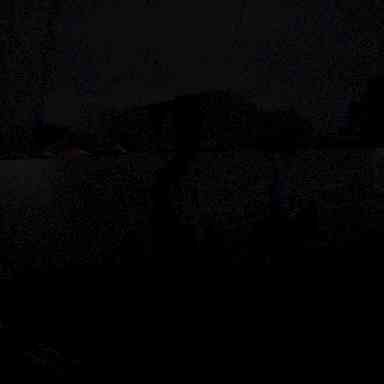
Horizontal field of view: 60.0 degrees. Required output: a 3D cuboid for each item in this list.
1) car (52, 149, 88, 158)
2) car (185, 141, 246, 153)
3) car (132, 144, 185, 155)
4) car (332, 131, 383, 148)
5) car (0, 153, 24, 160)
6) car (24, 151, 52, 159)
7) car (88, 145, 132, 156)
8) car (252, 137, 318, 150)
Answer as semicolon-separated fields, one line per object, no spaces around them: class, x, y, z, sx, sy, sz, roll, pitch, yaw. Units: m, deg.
car;-12.419;-3.939;36.019;5.008;1.535;2.097;2;1;32
car;2.186;-3.497;27.790;4.674;1.452;2.002;2;1;28
car;-2.676;-3.639;30.399;4.792;1.488;2.163;2;1;29
car;12.096;-3.376;22.886;4.553;1.767;2.185;2;1;26
car;-21.775;-4.200;41.979;4.892;1.521;2.231;1;1;34
car;-17.130;-4.032;38.949;4.674;1.452;2.002;2;1;33
car;-7.667;-3.932;33.200;4.553;1.767;2.185;2;1;31
car;7.016;-3.405;25.330;4.892;1.521;2.231;2;1;27
